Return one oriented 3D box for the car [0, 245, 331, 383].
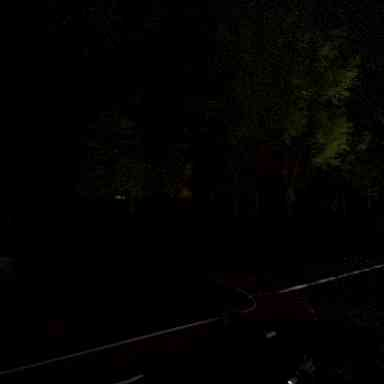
[{"bbox_3d":[-0.598,1.350,3.378,4.553,1.767,2.097,1,0,-36],"label":"car"}]
